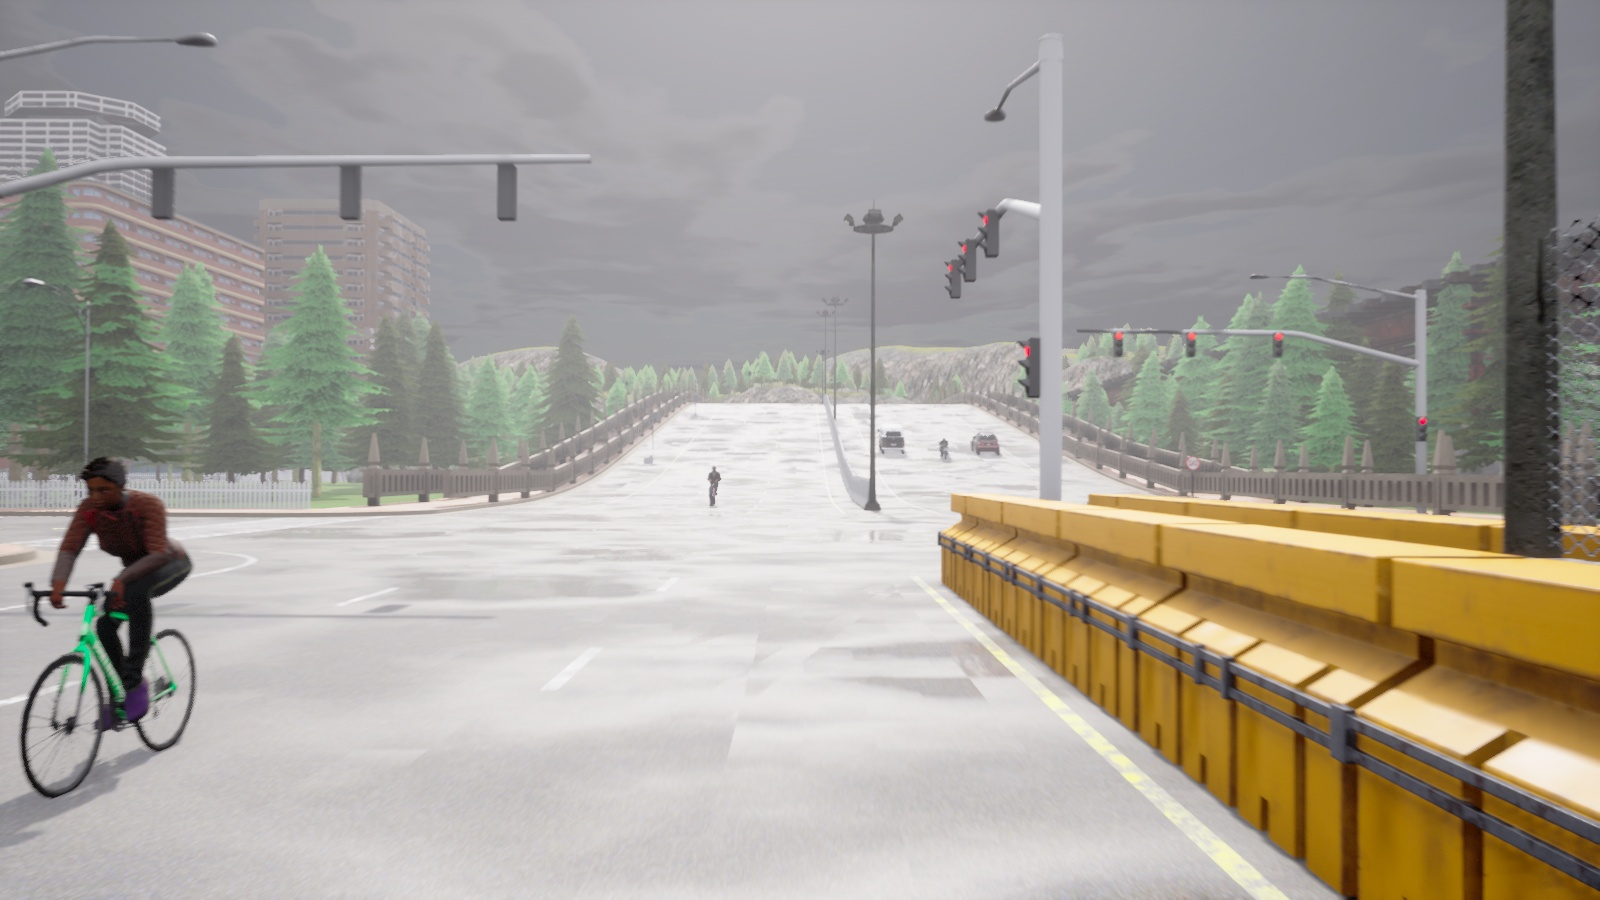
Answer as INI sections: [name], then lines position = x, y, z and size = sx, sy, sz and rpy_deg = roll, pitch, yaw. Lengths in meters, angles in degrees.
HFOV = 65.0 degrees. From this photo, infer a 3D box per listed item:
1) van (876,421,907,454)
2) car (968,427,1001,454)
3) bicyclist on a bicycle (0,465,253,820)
[van]
position = 6.914, -0.963, 95.369
size = 2.069, 2.038, 4.480
rpy_deg = 0, 7, 0
[car]
position = 13.913, -0.760, 94.799
size = 1.851, 1.617, 3.988
rpy_deg = 0, 6, 0
[bicyclist on a bicycle]
position = -3.516, 0.892, 6.585
size = 0.582, 1.620, 1.656
rpy_deg = 0, -1, 0
